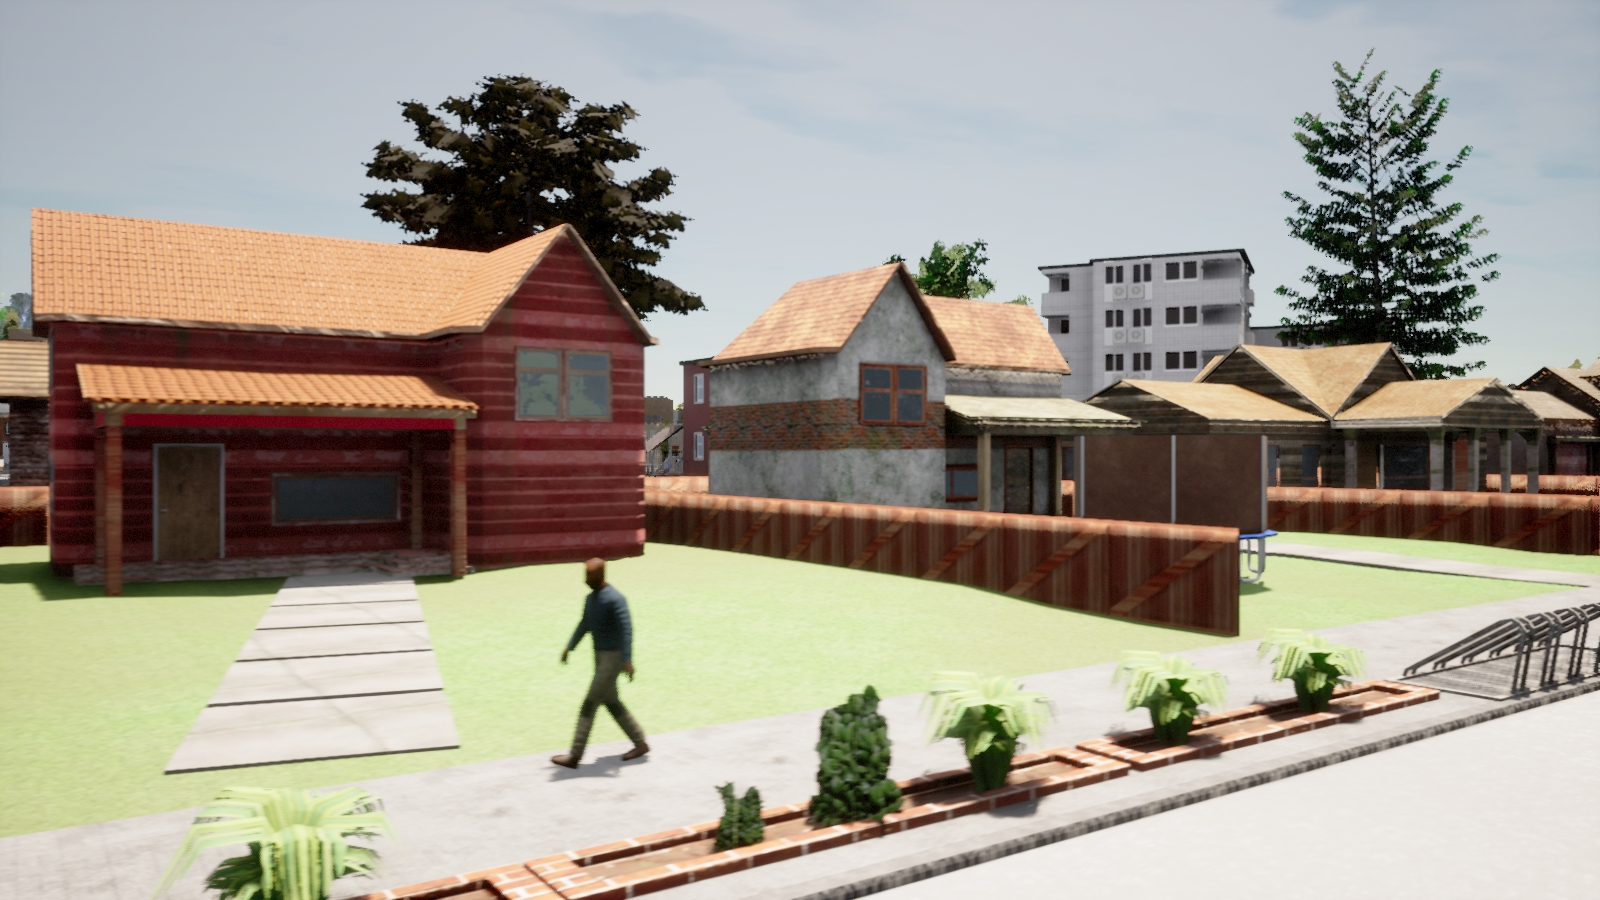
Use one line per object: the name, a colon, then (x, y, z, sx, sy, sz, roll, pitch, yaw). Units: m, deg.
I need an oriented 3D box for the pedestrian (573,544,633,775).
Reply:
pedestrian: (-1.665, 1.743, 9.653, 0.375, 1.860, 0.375, 0, 0, -36)
